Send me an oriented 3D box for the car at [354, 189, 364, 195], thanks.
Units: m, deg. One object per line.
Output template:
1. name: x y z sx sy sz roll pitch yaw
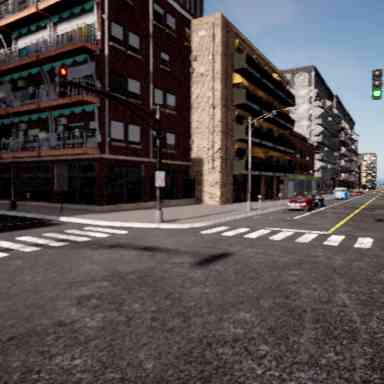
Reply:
1. car: 40.887 0.037 81.436 1.947 1.339 4.313 0 1 31

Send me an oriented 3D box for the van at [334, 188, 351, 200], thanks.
1. van: 23.786 0.273 53.051 1.690 1.788 3.998 1 1 31

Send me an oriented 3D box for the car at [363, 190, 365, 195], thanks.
1. car: 38.039 0.095 76.704 2.008 1.369 4.403 0 1 31

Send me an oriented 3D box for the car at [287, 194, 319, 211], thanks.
1. car: 9.613 0.937 29.359 1.802 1.307 4.206 1 1 31

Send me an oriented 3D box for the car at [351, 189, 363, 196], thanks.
1. car: 35.214 0.164 71.959 1.887 1.381 4.507 0 1 31

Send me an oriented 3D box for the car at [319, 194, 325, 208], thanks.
1. car: 12.447 0.833 34.097 1.947 1.339 4.313 1 1 31
